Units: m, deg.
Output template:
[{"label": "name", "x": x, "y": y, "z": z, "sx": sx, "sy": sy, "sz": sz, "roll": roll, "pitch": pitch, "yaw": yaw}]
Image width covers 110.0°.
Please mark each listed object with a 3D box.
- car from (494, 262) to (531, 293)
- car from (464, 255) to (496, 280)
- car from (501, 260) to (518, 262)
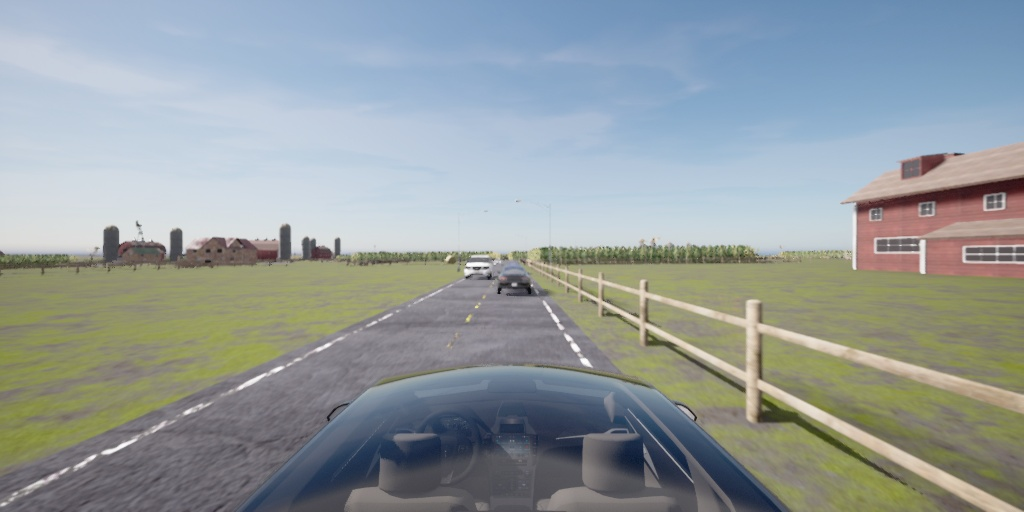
[{"label": "car", "x": 0.115, "y": 1.268, "z": 20.379, "sx": 1.812, "sy": 1.442, "sz": 4.674, "roll": 0, "pitch": 0, "yaw": 0}, {"label": "car", "x": -2.838, "y": 0.964, "z": 31.516, "sx": 2.150, "sy": 2.045, "sz": 5.566, "roll": 0, "pitch": 0, "yaw": 0}, {"label": "car", "x": 0.113, "y": 1.285, "z": 41.656, "sx": 2.033, "sy": 1.411, "sz": 5.357, "roll": 0, "pitch": 0, "yaw": 0}]
